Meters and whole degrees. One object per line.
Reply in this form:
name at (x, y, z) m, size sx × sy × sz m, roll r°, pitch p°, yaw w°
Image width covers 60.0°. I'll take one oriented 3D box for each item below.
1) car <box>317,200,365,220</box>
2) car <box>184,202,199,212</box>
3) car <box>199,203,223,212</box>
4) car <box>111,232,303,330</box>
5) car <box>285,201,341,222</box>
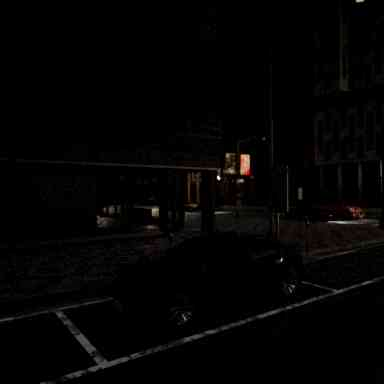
car at (13.180, 1.561, 30.325) m, size 2.097 × 1.767 × 4.553 m, roll 0°, pitch -1°, yaw -36°
car at (-1.494, 2.028, 45.134) m, size 1.812 × 1.442 × 4.674 m, roll 0°, pitch -1°, yaw -36°
car at (2.283, 2.022, 45.449) m, size 1.994 × 1.385 × 4.181 m, roll 0°, pitch -1°, yaw -36°
car at (0.521, 1.565, 6.929) m, size 4.313 × 1.339 × 1.947 m, roll 0°, pitch 0°, yaw -36°
car at (10.203, 1.796, 28.884) m, size 1.994 × 1.385 × 4.181 m, roll 0°, pitch 0°, yaw -36°
